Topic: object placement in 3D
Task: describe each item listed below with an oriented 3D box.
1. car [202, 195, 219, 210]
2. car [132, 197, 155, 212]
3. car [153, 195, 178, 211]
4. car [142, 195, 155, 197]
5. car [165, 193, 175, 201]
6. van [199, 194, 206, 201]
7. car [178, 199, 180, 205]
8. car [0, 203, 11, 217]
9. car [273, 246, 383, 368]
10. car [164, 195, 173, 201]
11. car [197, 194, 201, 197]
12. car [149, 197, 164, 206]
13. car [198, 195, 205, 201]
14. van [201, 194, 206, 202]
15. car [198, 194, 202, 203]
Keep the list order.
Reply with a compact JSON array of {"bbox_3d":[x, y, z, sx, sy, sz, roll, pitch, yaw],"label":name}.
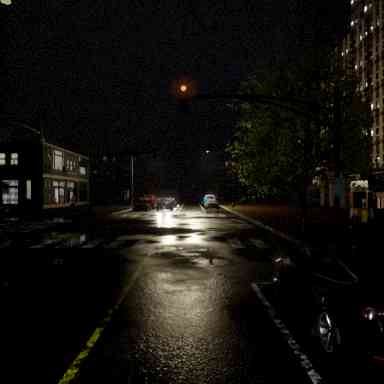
[{"bbox_3d":[2.636,1.528,43.962,1.752,1.417,4.829,0,0,0],"label":"car"},{"bbox_3d":[-5.736,1.584,38.228,1.802,1.307,4.206,0,0,0],"label":"car"},{"bbox_3d":[-3.145,1.494,40.006,2.128,1.511,4.902,0,0,0],"label":"car"},{"bbox_3d":[-5.743,1.318,43.779,2.192,1.841,5.009,0,0,0],"label":"car"},{"bbox_3d":[-5.802,1.324,88.187,2.192,1.841,5.009,0,0,0],"label":"car"},{"bbox_3d":[2.587,1.349,82.650,1.690,1.788,3.998,0,0,0],"label":"van"},{"bbox_3d":[-3.166,1.567,49.137,1.994,1.385,4.181,0,0,-1],"label":"car"},{"bbox_3d":[-17.304,1.371,27.216,4.507,1.381,1.887,1,-1,-1],"label":"car"},{"bbox_3d":[2.687,1.566,5.763,1.947,1.339,4.313,0,0,0],"label":"car"},{"bbox_3d":[-5.795,1.558,82.636,2.008,1.369,4.403,0,0,0],"label":"car"},{"bbox_3d":[2.600,1.572,71.548,1.947,1.339,4.313,0,0,0],"label":"car"},{"bbox_3d":[-5.758,1.555,54.881,2.008,1.369,4.403,0,0,0],"label":"car"},{"bbox_3d":[2.578,1.534,88.371,1.752,1.417,4.829,0,0,0],"label":"car"},{"bbox_3d":[2.630,1.345,49.344,1.690,1.788,3.998,0,0,0],"label":"van"},{"bbox_3d":[2.614,1.556,60.446,2.008,1.369,4.403,0,0,0],"label":"car"}]
